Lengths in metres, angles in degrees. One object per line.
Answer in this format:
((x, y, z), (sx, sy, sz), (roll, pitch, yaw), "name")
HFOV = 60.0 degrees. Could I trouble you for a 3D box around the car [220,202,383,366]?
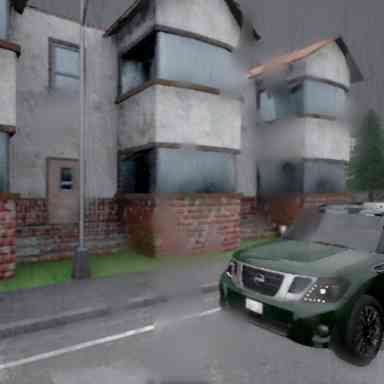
((3.110, 1.238, 6.193), (5.566, 2.045, 2.150), (1, 0, -35), "car")
